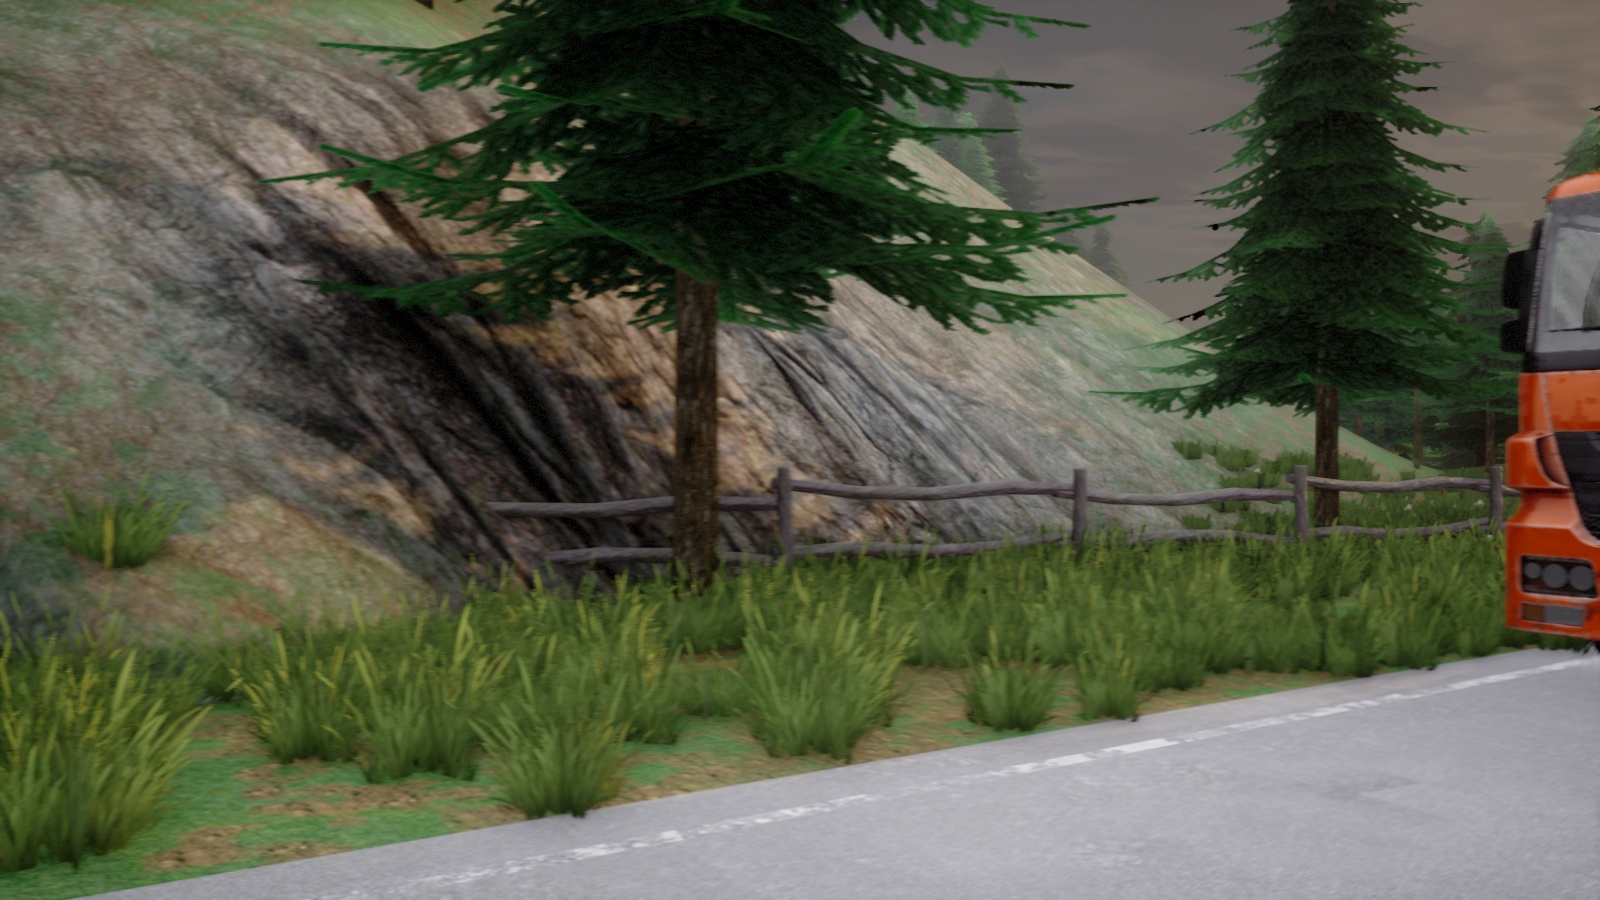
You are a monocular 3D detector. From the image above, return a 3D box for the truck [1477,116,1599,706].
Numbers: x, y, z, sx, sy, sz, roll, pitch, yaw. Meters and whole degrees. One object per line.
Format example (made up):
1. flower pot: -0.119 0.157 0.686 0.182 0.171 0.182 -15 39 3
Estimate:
1. truck: 8.389 -0.233 8.977 7.936 3.462 2.891 0 0 -34
